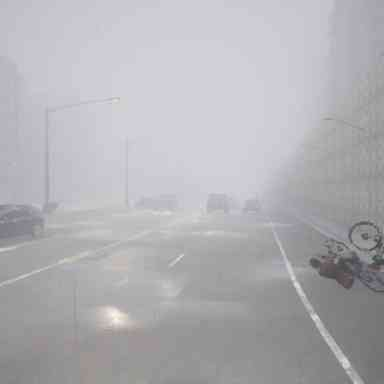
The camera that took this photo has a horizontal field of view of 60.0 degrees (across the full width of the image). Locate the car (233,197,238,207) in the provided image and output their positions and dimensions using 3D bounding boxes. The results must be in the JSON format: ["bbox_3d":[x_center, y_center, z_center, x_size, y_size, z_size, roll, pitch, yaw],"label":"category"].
[{"bbox_3d":[4.967,1.524,47.209,2.033,1.411,5.357,0,0,11],"label":"car"}]

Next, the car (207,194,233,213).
[{"bbox_3d":[2.966,1.203,36.704,2.150,2.045,5.566,0,0,11],"label":"car"}]

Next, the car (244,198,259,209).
[{"bbox_3d":[8.474,1.541,46.901,1.994,1.385,4.181,0,0,11],"label":"car"}]

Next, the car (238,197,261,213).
[{"bbox_3d":[6.559,1.529,36.800,2.033,1.411,5.357,0,0,11],"label":"car"}]

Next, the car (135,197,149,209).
[{"bbox_3d":[-6.206,1.455,45.231,1.882,1.535,5.008,0,0,12],"label":"car"}]

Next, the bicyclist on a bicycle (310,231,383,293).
[{"bbox_3d":[3.340,1.639,7.414,1.620,0.582,1.656,2,34,-30],"label":"bicyclist on a bicycle"}]

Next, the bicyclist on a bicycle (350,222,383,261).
[{"bbox_3d":[4.590,1.192,7.414,1.620,1.656,0.582,-37,-14,26],"label":"bicyclist on a bicycle"}]

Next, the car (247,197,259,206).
[{"bbox_3d":[10.432,1.519,56.717,2.033,1.411,5.357,0,0,11],"label":"car"}]

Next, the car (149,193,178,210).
[{"bbox_3d":[-3.268,1.199,42.130,2.150,2.045,5.566,0,0,12],"label":"car"}]

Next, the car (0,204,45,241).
[{"bbox_3d":[-8.695,1.497,15.020,1.837,1.490,4.892,0,0,11],"label":"car"}]
